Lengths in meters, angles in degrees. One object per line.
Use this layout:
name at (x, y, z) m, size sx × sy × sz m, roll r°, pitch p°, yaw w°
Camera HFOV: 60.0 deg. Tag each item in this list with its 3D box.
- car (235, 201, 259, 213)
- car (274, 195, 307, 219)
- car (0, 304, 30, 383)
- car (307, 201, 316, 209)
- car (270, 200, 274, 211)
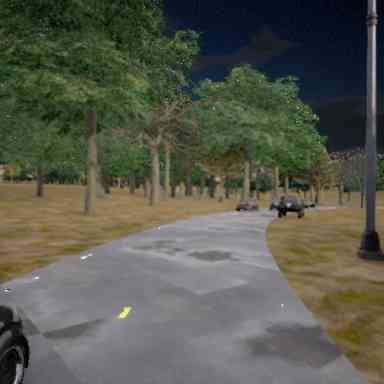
car at (7.071, 1.830, 42.123) m, size 2.033 × 1.411 × 5.357 m, roll 1°, pitch 0°, yaw 26°
car at (10.047, 1.377, 33.574) m, size 2.150 × 2.045 × 5.566 m, roll 1°, pitch 0°, yaw 22°
car at (-2.898, 1.557, 2.109) m, size 1.994 × 1.385 × 4.181 m, roll 0°, pitch 0°, yaw 2°
car at (19.575, 2.248, 56.689) m, size 1.895 × 1.301 × 4.718 m, roll 2°, pitch 0°, yaw 40°
car at (12.603, 1.775, 46.518) m, size 2.097 × 1.767 × 4.553 m, roll 1°, pitch 0°, yaw 34°
